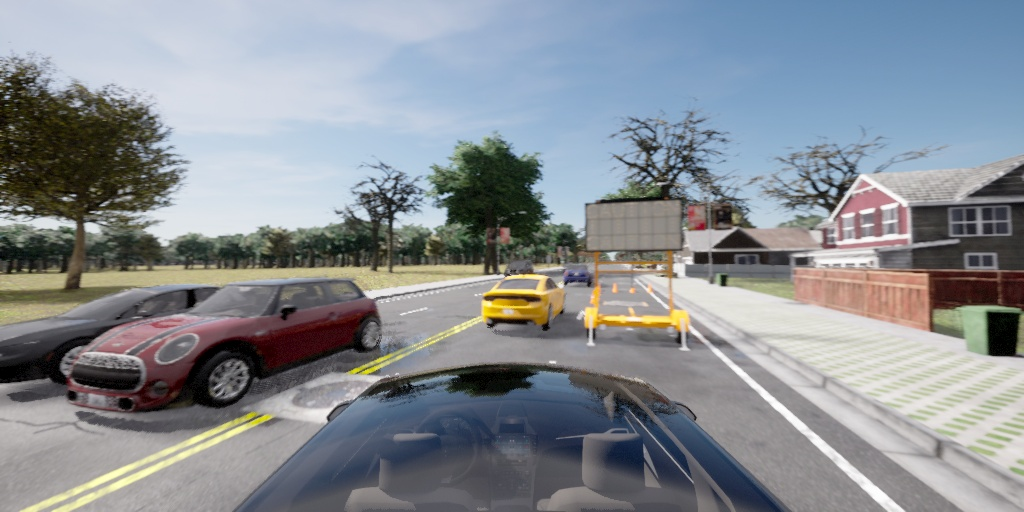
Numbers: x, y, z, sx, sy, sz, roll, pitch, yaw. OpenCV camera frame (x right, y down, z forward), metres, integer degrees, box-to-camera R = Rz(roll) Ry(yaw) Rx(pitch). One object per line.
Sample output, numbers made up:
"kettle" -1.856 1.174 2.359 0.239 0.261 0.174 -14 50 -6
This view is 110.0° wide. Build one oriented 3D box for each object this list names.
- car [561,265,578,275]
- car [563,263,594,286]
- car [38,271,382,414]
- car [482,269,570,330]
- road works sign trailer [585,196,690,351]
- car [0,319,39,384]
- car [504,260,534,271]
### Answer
"car" 8.515 2.006 52.509 1.895 1.301 4.718 -1 -1 16
"car" 5.452 1.430 29.062 2.097 1.767 4.553 -1 -1 16
"car" -4.500 1.206 6.576 2.097 1.767 4.553 -1 -1 16
"car" 0.588 1.358 11.876 1.882 1.535 5.008 -1 -1 16
"road works sign trailer" 3.176 0.289 9.419 2.380 3.560 2.880 0 0 16
"car" -7.580 1.399 7.620 1.837 1.490 4.892 -1 -1 16
"car" 0.832 1.458 37.341 2.150 2.045 5.566 -1 -1 16
